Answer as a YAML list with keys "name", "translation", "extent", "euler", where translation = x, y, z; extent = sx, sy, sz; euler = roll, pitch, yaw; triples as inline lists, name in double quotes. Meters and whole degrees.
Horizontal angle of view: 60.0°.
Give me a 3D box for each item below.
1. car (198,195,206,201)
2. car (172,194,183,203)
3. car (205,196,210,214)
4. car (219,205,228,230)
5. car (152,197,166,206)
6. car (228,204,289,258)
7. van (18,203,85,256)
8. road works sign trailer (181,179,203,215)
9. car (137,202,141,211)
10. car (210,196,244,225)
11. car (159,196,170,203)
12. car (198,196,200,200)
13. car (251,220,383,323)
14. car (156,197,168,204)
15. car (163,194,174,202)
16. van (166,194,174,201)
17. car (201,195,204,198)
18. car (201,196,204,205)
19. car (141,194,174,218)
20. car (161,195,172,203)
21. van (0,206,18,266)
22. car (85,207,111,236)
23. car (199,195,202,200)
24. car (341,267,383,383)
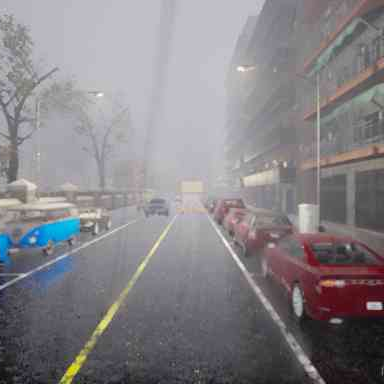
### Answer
- name: "car"
  translation: [2.697, 1.552, 91.591]
  extent: [1.967, 1.590, 4.097]
  euler: [0, 0, 0]
- name: "car"
  translation: [-2.995, 1.567, 72.111]
  extent: [2.033, 1.411, 5.357]
  euler: [0, 0, 0]
- name: "car"
  translation: [2.694, 1.460, 35.288]
  extent: [1.967, 1.590, 4.097]
  euler: [0, 0, 0]
- name: "car"
  translation: [2.693, 1.587, 18.398]
  extent: [1.802, 1.307, 4.206]
  euler: [0, 0, 0]
- name: "car"
  translation: [-5.684, 1.610, 57.812]
  extent: [1.947, 1.339, 4.313]
  euler: [0, 0, 0]
- name: "car"
  translation: [2.693, 1.442, 12.767]
  extent: [1.967, 1.590, 4.097]
  euler: [0, 0, 0]
- name: "van"
  translation: [-5.687, 1.343, 12.767]
  extent: [1.690, 1.788, 3.998]
  euler: [0, 0, 0]
- name: "road works sign trailer"
  translation: [0.003, 0.484, 34.739]
  extent: [2.380, 3.560, 2.880]
  euler: [0, 0, 0]
- name: "car"
  translation: [-5.686, 1.551, 40.749]
  extent: [1.752, 1.417, 4.829]
  euler: [0, 0, 0]
- name: "car"
  translation: [2.694, 1.324, 24.027]
  extent: [2.192, 1.841, 5.009]
  euler: [0, 0, 0]
- name: "car"
  translation: [-5.684, 1.603, 69.070]
  extent: [1.887, 1.381, 4.507]
  euler: [0, 0, 0]
- name: "car"
  translation: [2.696, 1.666, 80.329]
  extent: [1.802, 1.307, 4.206]
  euler: [0, 0, 0]
- name: "car"
  translation: [2.692, 1.545, 7.138]
  extent: [1.887, 1.381, 4.507]
  euler: [0, 0, 0]
- name: "car"
  translation: [-5.685, 1.632, 63.442]
  extent: [1.802, 1.307, 4.206]
  euler: [0, 0, 0]
- name: "car"
  translation: [-5.684, 1.399, 80.330]
  extent: [2.192, 1.841, 5.009]
  euler: [0, 0, 0]
- name: "van"
  translation: [-5.683, 1.440, 85.961]
  extent: [1.690, 1.788, 3.998]
  euler: [0, 0, 0]
- name: "car"
  translation: [2.695, 1.589, 52.180]
  extent: [2.008, 1.369, 4.403]
  euler: [0, 0, 0]
- name: "car"
  translation: [2.695, 1.598, 46.549]
  extent: [1.947, 1.339, 4.313]
  euler: [0, 0, 0]
- name: "car"
  translation: [-3.091, 1.368, 30.757]
  extent: [2.097, 1.767, 4.553]
  euler: [0, 0, 0]
- name: "car"
  translation: [-5.683, 1.511, 74.699]
  extent: [1.967, 1.590, 4.097]
  euler: [0, 0, 0]
- name: "van"
  translation: [-5.688, 1.342, 7.138]
  extent: [1.690, 1.788, 3.998]
  euler: [0, 0, 0]
- name: "car"
  translation: [-5.687, 1.556, 18.398]
  extent: [2.008, 1.369, 4.403]
  euler: [0, 0, 0]
- name: "car"
  translation: [2.696, 1.588, 57.810]
  extent: [1.887, 1.381, 4.507]
  euler: [0, 0, 0]
- name: "car"
  translation: [2.692, 1.550, 1.508]
  extent: [2.008, 1.369, 4.403]
  euler: [0, 0, 0]
